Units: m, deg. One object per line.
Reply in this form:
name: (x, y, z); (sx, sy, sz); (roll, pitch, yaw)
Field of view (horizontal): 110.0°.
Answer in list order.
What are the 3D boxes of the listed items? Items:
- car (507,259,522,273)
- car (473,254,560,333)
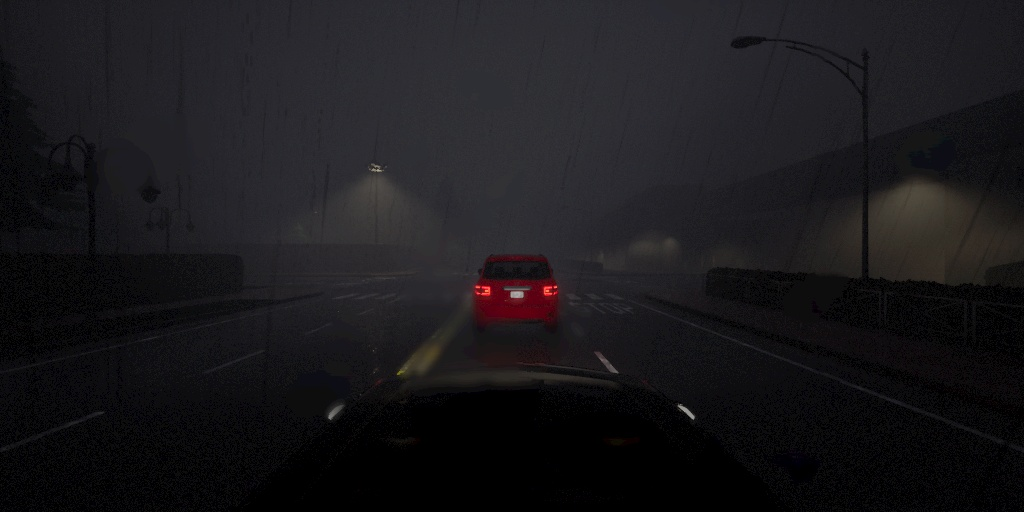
car: (0.347, 1.227, 45.505); (1.882, 1.535, 5.008); (0, 0, 1)
car: (0.120, 0.971, 10.841); (2.150, 2.045, 5.566); (0, 0, 0)
